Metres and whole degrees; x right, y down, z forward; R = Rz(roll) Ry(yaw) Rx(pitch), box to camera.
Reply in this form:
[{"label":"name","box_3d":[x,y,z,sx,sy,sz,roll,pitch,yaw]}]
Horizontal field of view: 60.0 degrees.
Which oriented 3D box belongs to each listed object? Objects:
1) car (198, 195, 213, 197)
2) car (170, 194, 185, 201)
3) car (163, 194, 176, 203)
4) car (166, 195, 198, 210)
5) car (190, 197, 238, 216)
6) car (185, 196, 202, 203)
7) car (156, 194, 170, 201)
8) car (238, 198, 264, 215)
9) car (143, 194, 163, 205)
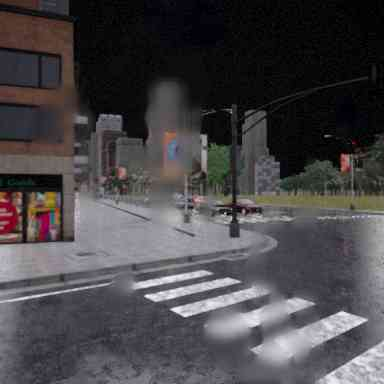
[{"label":"car","box_3d":[1.841,1.208,40.714,2.097,1.767,4.553,0,0,-20]},{"label":"car","box_3d":[-3.228,1.132,73.374,1.882,1.535,5.008,0,0,-20]},{"label":"car","box_3d":[-4.996,1.356,59.260,2.033,1.411,5.357,0,0,-20]},{"label":"car","box_3d":[-1.265,1.433,39.736,1.994,1.385,4.181,0,0,-20]},{"label":"car","box_3d":[1.943,1.440,31.091,2.033,1.411,5.357,0,0,-20]},{"label":"car","box_3d":[0.225,1.374,64.060,1.895,1.301,4.718,0,0,-20]},{"label":"car","box_3d":[-6.275,1.169,72.244,1.837,1.490,4.892,0,0,-20]},{"label":"car","box_3d":[5.014,1.355,32.232,1.882,1.535,5.008,0,0,-21]},{"label":"car","box_3d":[-6.720,1.396,54.513,1.994,1.385,4.181,0,0,-20]}]
